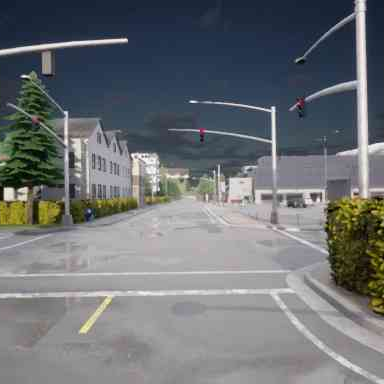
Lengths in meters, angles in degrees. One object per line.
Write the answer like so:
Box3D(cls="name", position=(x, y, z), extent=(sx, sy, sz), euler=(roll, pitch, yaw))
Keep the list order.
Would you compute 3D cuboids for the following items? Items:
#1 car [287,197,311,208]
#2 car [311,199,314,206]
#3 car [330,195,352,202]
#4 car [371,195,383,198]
Box3D(cls="car", position=(15.416, 1.629, 49.172), extent=(2.007, 1.523, 4.514), euler=(-1, -1, 0))
Box3D(cls="car", position=(19.059, 1.573, 56.231), extent=(1.970, 1.475, 3.806), euler=(-1, -1, 0))
Box3D(cls="car", position=(25.474, 1.398, 56.572), extent=(2.152, 1.636, 5.027), euler=(-1, -1, 0))
Box3D(cls="car", position=(19.112, 1.183, 31.306), extent=(1.905, 1.878, 3.866), euler=(-1, -1, 0))
